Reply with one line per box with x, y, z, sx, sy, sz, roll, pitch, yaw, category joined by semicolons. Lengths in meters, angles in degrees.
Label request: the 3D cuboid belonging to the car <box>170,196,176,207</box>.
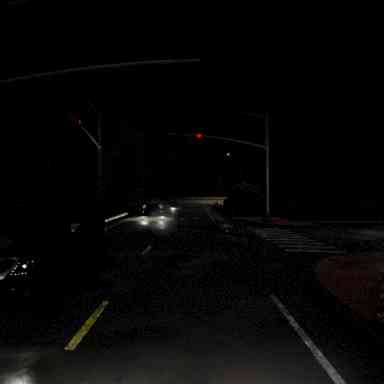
-3.549;1.351;50.210;2.097;1.767;4.553;0;0;0;car

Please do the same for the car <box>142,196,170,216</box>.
-3.626;1.353;32.634;2.097;1.767;4.553;0;0;0;car

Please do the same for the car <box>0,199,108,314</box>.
-3.605;1.219;7.940;2.150;2.045;5.566;0;0;0;car
